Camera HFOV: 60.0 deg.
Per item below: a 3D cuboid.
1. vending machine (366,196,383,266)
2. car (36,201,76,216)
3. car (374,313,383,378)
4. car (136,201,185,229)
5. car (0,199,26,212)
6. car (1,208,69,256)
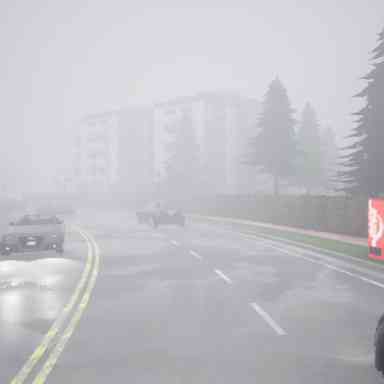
[{"bbox_3d":[6.265,1.195,10.471,1.100,2.100,0.880,0,0,-12],"label":"vending machine"},{"bbox_3d":[-12.892,1.547,31.324,2.033,1.411,5.357,0,0,-44],"label":"car"},{"bbox_3d":[3.206,1.351,2.020,2.097,1.767,4.553,0,0,-2],"label":"car"},{"bbox_3d":[-2.208,1.352,22.073,2.097,1.767,4.553,0,0,-26],"label":"car"},{"bbox_3d":[-21.074,1.492,38.195,4.902,1.511,2.128,0,0,32],"label":"car"},{"bbox_3d":[-6.111,1.564,13.179,1.994,1.385,4.181,0,0,-19],"label":"car"}]
